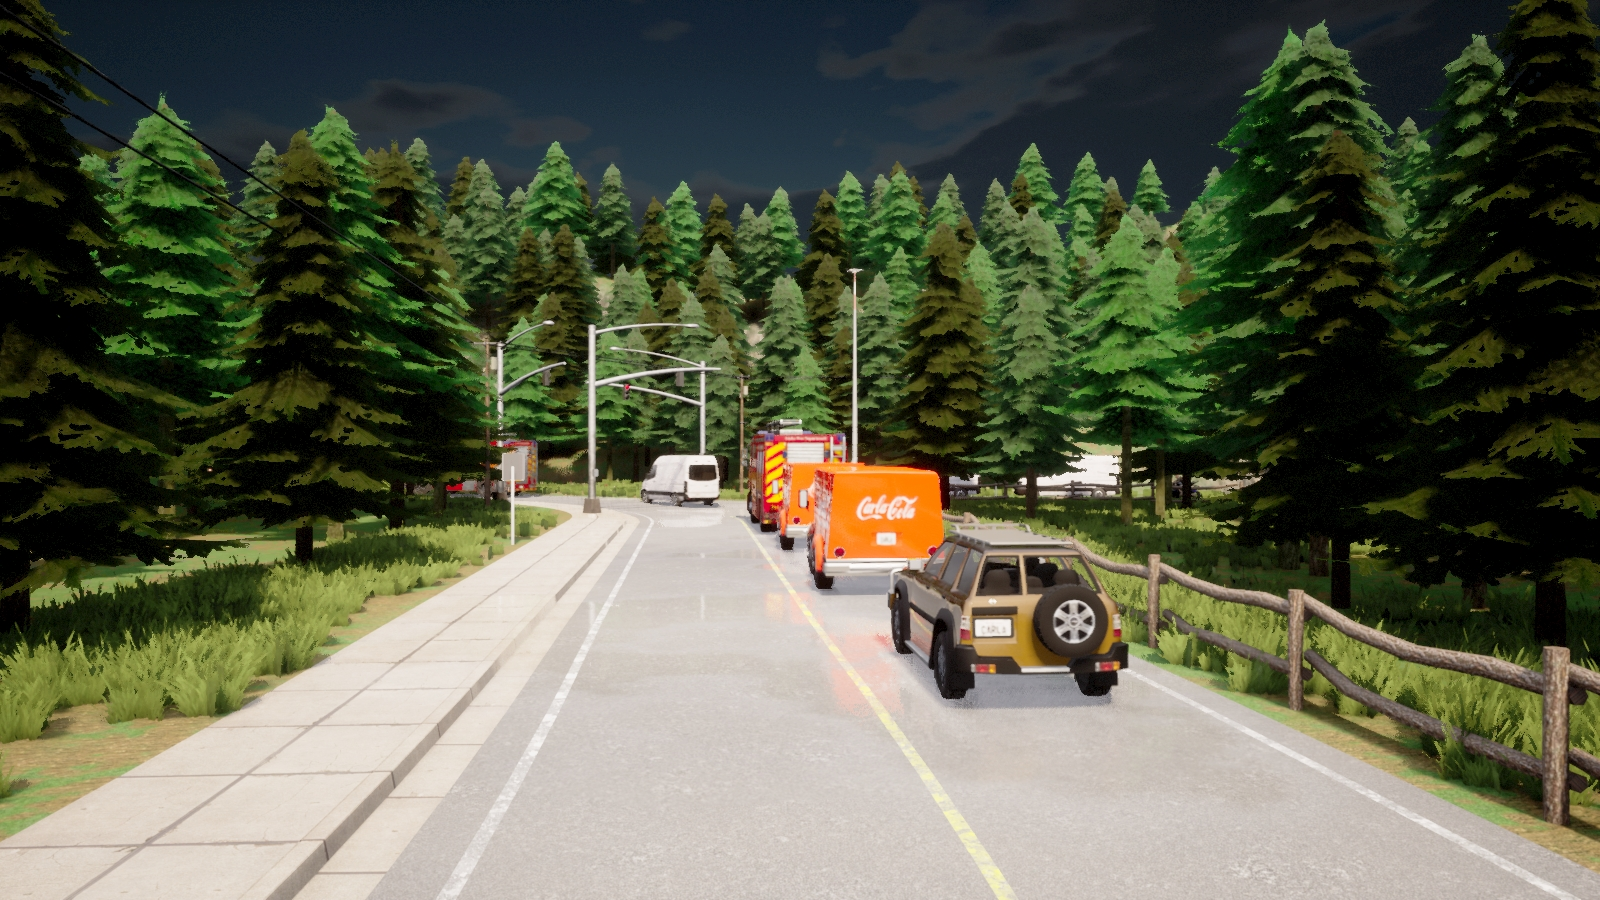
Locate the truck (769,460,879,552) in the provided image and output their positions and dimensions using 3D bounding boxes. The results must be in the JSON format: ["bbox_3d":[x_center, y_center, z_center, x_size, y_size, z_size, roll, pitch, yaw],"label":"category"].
[{"bbox_3d":[0.579,1.535,33.520,2.627,2.467,5.204,0,0,-5],"label":"truck"}]

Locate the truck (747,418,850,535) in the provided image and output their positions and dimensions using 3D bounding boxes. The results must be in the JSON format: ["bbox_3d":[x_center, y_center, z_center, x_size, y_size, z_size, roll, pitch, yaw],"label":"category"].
[{"bbox_3d":[-0.249,0.864,41.666,2.891,3.827,8.468,0,0,-6],"label":"truck"}]

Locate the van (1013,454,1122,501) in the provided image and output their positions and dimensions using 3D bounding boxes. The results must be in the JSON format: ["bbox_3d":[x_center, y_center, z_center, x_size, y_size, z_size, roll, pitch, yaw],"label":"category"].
[{"bbox_3d":[15.113,1.535,64.841,5.915,2.561,1.988,0,0,11],"label":"van"}]

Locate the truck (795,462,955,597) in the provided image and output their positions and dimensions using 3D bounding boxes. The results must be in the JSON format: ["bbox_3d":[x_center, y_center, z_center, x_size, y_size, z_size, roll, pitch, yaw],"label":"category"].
[{"bbox_3d":[1.428,1.548,24.502,2.627,2.467,5.204,0,0,-5],"label":"truck"}]

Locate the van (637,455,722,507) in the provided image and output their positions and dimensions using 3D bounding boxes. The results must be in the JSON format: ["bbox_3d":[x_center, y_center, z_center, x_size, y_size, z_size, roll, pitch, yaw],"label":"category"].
[{"bbox_3d":[-6.265,1.522,58.709,1.988,2.561,5.915,0,0,-31],"label":"van"}]

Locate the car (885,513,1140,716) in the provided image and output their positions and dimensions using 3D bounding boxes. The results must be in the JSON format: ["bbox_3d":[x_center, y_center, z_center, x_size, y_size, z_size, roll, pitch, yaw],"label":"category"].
[{"bbox_3d":[2.397,1.833,14.200,1.932,1.855,4.605,0,0,-5],"label":"car"}]

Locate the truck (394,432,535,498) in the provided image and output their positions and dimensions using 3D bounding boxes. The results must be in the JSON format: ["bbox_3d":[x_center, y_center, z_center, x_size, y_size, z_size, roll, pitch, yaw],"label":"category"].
[{"bbox_3d":[-20.474,0.864,69.692,8.468,3.827,2.891,0,0,25],"label":"truck"}]
